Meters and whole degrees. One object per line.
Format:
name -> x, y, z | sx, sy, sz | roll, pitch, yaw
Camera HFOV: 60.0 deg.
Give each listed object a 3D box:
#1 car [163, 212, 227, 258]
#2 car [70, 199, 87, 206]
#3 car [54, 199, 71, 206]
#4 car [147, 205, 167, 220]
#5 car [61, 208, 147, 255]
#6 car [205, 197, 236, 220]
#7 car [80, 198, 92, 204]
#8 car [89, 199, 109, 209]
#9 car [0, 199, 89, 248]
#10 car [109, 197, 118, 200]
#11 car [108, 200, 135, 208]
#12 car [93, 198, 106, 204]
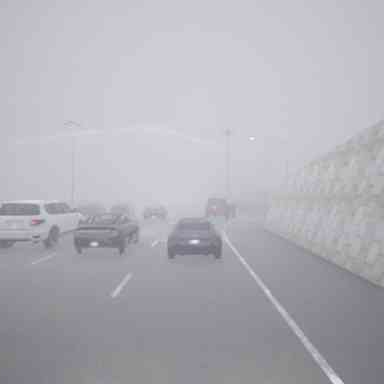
car -> 0.094, 1.695, 13.383 | 1.994, 1.385, 4.181 | 0, -1, 0
car -> -24.507, 2.228, 72.127 | 2.128, 1.511, 4.902 | 0, -1, 0
car -> -28.007, 2.298, 72.096 | 1.895, 1.301, 4.718 | 0, -1, 0
car -> -3.406, 1.910, 31.645 | 1.895, 1.301, 4.718 | 0, -1, 0
car -> -3.406, 1.630, 14.040 | 2.128, 1.511, 4.902 | 0, -1, 0
car -> 2.821, 1.535, 32.046 | 2.150, 2.045, 5.566 | 0, -1, 17
car -> -28.009, 2.410, 87.959 | 1.994, 1.385, 4.181 | 0, -1, 0
car -> -10.406, 1.817, 34.787 | 1.882, 1.535, 5.008 | 0, -1, 0
car -> -6.904, 1.378, 15.644 | 2.150, 2.045, 5.566 | 0, 0, 0
car -> -21.009, 2.213, 87.992 | 2.097, 1.767, 4.553 | 0, -1, 0
car -> -6.906, 1.830, 33.310 | 1.837, 1.490, 4.892 | 0, -1, 0
car -> -24.509, 2.383, 87.960 | 2.128, 1.511, 4.902 | 0, -1, 0
